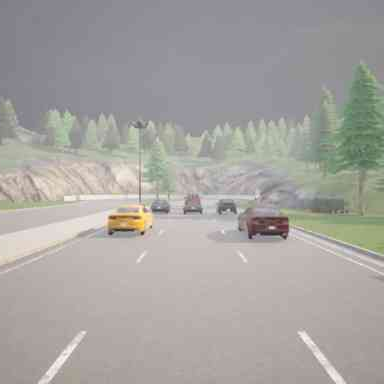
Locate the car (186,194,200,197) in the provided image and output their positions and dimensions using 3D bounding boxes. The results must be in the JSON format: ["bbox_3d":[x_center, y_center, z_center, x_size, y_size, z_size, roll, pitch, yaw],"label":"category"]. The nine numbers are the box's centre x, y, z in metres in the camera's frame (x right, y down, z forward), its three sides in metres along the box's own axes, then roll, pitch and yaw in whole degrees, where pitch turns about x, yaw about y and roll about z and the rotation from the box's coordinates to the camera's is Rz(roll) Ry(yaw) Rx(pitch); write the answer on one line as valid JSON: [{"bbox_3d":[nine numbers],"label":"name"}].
[{"bbox_3d":[0.099,1.221,44.624,2.150,2.045,5.566,0,0,0],"label":"car"}]

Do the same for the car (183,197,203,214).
[{"bbox_3d":[0.104,1.564,35.204,1.994,1.385,4.181,0,0,0],"label":"car"}]

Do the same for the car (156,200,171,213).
[{"bbox_3d":[-3.395,1.563,36.236,1.994,1.385,4.181,0,0,0],"label":"car"}]

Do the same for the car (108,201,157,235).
[{"bbox_3d":[-3.396,1.477,19.001,1.882,1.535,5.008,0,0,0],"label":"car"}]

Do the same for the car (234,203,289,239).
[{"bbox_3d":[3.604,1.477,17.437,1.882,1.535,5.008,0,0,0],"label":"car"}]

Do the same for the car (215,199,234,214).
[{"bbox_3d":[3.605,1.503,35.293,1.837,1.490,4.892,0,0,0],"label":"car"}]
